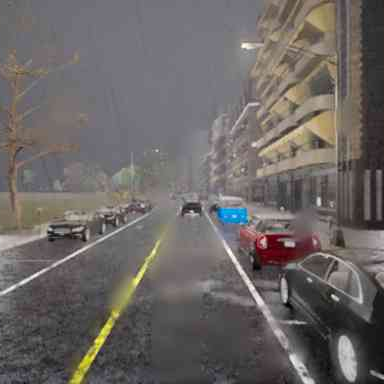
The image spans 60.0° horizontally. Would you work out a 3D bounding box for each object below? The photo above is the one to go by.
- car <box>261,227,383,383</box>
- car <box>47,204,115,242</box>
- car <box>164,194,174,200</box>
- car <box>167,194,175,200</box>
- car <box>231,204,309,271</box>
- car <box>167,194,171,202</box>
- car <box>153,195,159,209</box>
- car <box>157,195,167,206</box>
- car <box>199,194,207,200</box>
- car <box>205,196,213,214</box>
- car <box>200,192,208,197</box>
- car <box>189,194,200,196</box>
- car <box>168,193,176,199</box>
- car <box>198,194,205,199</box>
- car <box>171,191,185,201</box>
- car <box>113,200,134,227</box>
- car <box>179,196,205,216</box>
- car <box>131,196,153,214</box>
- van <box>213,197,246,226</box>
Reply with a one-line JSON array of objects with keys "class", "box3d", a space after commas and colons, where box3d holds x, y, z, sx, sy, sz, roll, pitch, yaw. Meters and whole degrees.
[{"class": "car", "box3d": [2.571, 1.525, 5.030, 2.008, 1.369, 4.403, 1, 0, 0]}, {"class": "car", "box3d": [-5.313, 1.471, 15.754, 2.008, 1.369, 4.403, 1, 0, 0]}, {"class": "car", "box3d": [-5.334, 1.176, 77.947, 2.008, 1.369, 4.403, 1, 0, 0]}, {"class": "car", "box3d": [-5.337, 1.182, 83.601, 1.802, 1.307, 4.206, 1, 0, 0]}, {"class": "car", "box3d": [2.570, 1.386, 10.690, 1.967, 1.590, 4.097, 1, 0, 0]}, {"class": "car", "box3d": [-5.328, 1.248, 60.985, 1.887, 1.381, 4.507, 1, 0, 0]}, {"class": "car", "box3d": [-5.321, 1.377, 38.370, 1.947, 1.339, 4.313, 1, 0, 0]}, {"class": "car", "box3d": [-5.323, 1.197, 49.677, 1.967, 1.590, 4.097, 1, 0, 0]}, {"class": "car", "box3d": [2.546, 1.167, 78.622, 1.887, 1.381, 4.507, 1, 0, 0]}, {"class": "car", "box3d": [2.561, 1.401, 33.335, 1.947, 1.339, 4.313, 1, 0, 0]}, {"class": "car", "box3d": [2.550, 0.963, 72.960, 2.192, 1.841, 5.009, 1, 0, 0]}, {"class": "car", "box3d": [-0.018, 1.191, 59.799, 1.801, 1.575, 5.366, 0, 1, 0]}, {"class": "car", "box3d": [-5.338, 1.119, 89.255, 1.887, 1.381, 4.507, 1, 0, 0]}, {"class": "car", "box3d": [2.542, 1.138, 89.944, 1.947, 1.339, 4.313, 1, 0, 0]}, {"class": "car", "box3d": [-2.775, 0.848, 70.775, 2.150, 2.045, 5.566, 0, 0, 0]}, {"class": "car", "box3d": [-5.315, 1.444, 21.408, 2.008, 1.369, 4.403, 1, 0, 0]}, {"class": "car", "box3d": [0.008, 1.393, 30.780, 1.837, 1.490, 4.892, 0, 0, 0]}, {"class": "car", "box3d": [-5.317, 1.278, 32.715, 1.967, 1.590, 4.097, 1, 0, 0]}, {"class": "van", "box3d": [2.568, 1.231, 22.012, 1.690, 1.788, 3.998, 1, 0, 0]}]
